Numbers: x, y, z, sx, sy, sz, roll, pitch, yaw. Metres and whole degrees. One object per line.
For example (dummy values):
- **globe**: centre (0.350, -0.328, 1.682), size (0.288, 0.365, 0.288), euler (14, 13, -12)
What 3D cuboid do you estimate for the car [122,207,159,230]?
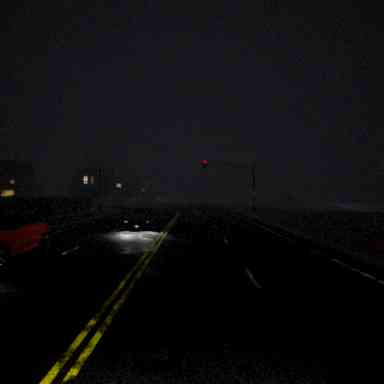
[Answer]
- **car**: centre (-3.347, 1.729, 22.759), size (2.033, 1.411, 5.357), euler (0, 0, 0)

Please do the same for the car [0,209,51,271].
- **car**: centre (-6.599, 1.439, 11.172), size (2.097, 1.767, 4.553), euler (0, 0, 0)
